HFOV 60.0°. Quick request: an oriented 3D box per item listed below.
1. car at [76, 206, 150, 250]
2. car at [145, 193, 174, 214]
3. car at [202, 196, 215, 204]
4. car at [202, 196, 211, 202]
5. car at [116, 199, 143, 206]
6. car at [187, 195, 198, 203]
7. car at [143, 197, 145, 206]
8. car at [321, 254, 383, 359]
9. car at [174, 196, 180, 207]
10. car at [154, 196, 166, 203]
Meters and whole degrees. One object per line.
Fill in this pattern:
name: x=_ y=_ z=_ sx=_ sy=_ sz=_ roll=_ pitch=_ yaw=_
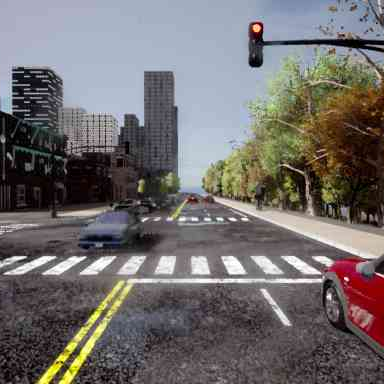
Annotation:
car: x=-3.350 y=1.544 z=14.663 sx=2.033 sy=1.411 sz=5.357 roll=0 pitch=0 yaw=0
car: x=-3.358 y=1.203 z=35.736 sx=2.150 sy=2.045 sz=5.566 roll=0 pitch=1 yaw=-1
car: x=3.362 y=1.453 z=65.291 sx=1.882 sy=1.535 sz=5.008 roll=0 pitch=0 yaw=0
car: x=3.266 y=1.523 z=75.435 sx=1.994 sy=1.385 sz=4.181 roll=0 pitch=0 yaw=0
car: x=-6.597 y=1.491 z=34.145 sx=1.837 sy=1.490 sz=4.892 roll=0 pitch=1 yaw=0
car: x=0.111 y=1.327 z=65.959 sx=2.097 sy=1.767 sz=4.553 roll=0 pitch=0 yaw=0
car: x=-6.584 y=1.460 z=49.865 sx=1.882 sy=1.535 sz=5.008 roll=0 pitch=0 yaw=0
car: x=3.349 y=1.351 z=4.119 sx=2.097 sy=1.767 sz=4.553 roll=0 pitch=0 yaw=0
car: x=-3.336 y=1.485 z=51.170 sx=1.837 sy=1.490 sz=4.892 roll=0 pitch=0 yaw=0
car: x=-6.500 y=1.539 z=67.514 sx=1.994 sy=1.385 sz=4.181 roll=0 pitch=0 yaw=0
